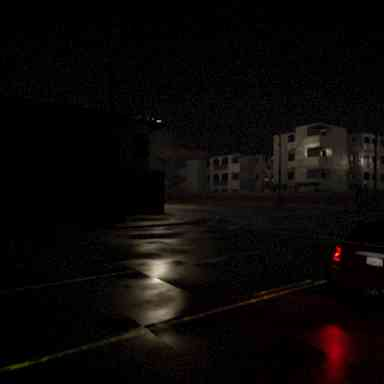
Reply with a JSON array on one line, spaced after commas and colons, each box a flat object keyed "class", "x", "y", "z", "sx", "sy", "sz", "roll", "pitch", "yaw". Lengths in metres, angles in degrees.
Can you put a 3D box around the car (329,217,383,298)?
[{"class": "car", "x": 5.152, "y": 1.319, "z": 7.460, "sx": 4.553, "sy": 1.767, "sz": 2.097, "roll": 0, "pitch": 0, "yaw": -35}]
